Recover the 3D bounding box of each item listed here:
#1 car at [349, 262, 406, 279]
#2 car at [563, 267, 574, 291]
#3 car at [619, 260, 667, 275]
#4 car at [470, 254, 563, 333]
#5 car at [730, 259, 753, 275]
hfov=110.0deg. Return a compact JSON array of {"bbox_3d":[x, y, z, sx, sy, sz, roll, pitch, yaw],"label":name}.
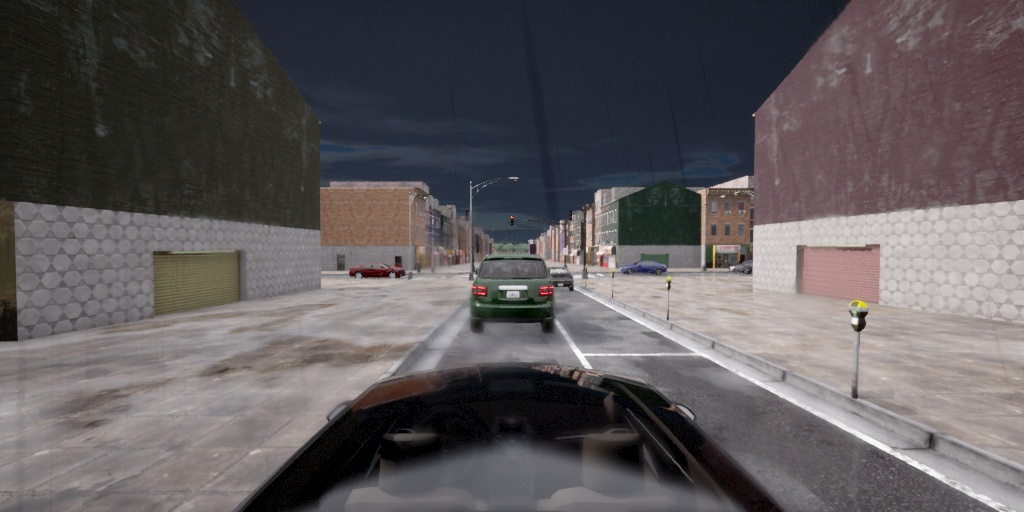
[{"bbox_3d":[-12.398,1.337,33.202,5.008,1.535,1.882,0,1,-1],"label":"car"},{"bbox_3d":[2.593,1.296,21.274,2.007,1.370,4.403,0,0,0],"label":"car"},{"bbox_3d":[13.197,1.160,36.212,4.674,1.442,1.812,0,1,1],"label":"car"},{"bbox_3d":[0.029,0.968,10.859,2.150,2.045,5.566,0,0,0],"label":"car"},{"bbox_3d":[24.650,1.083,36.211,4.902,1.511,2.128,0,1,0],"label":"car"}]
